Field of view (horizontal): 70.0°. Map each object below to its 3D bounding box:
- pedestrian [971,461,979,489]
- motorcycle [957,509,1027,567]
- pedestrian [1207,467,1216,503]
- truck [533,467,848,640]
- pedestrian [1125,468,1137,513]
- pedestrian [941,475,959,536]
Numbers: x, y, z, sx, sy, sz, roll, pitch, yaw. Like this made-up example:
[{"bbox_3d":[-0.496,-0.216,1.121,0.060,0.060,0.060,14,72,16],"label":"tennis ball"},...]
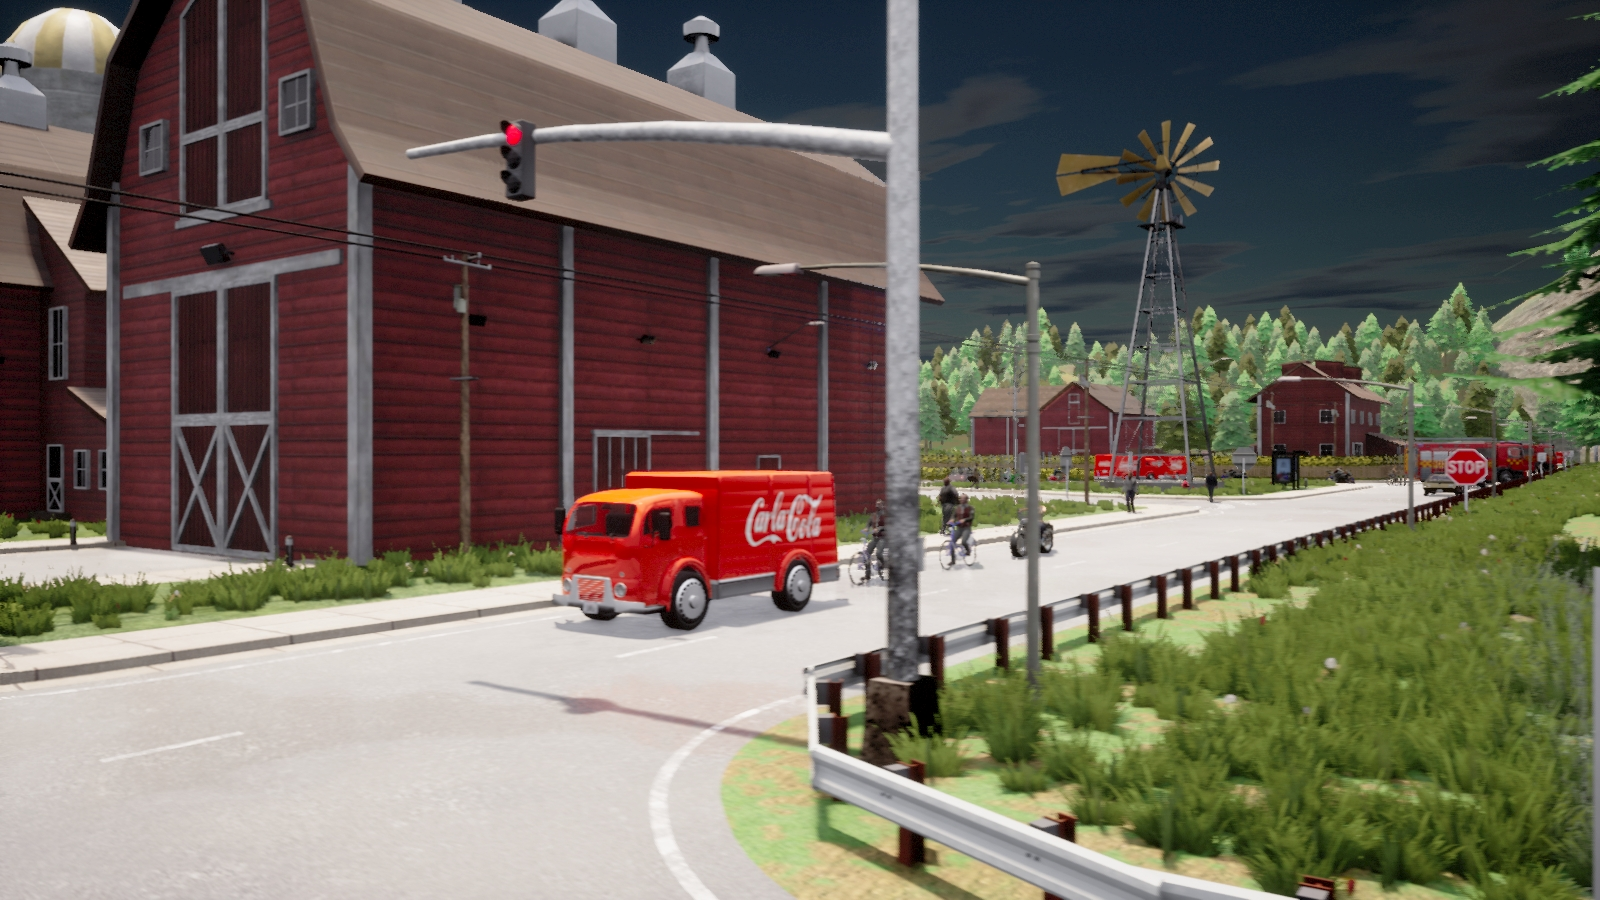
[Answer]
[{"bbox_3d":[11.959,1.695,78.133,0.375,1.860,0.375,0,0,44],"label":"pedestrian"},{"bbox_3d":[4.849,2.169,28.676,0.764,1.277,2.356,0,0,36],"label":"motorcycle"},{"bbox_3d":[21.817,1.848,60.519,0.375,1.860,0.375,0,0,31],"label":"pedestrian"},{"bbox_3d":[-1.708,1.567,19.681,2.627,2.467,5.204,0,0,36],"label":"truck"},{"bbox_3d":[13.820,1.696,47.757,0.375,1.860,0.375,0,0,36],"label":"pedestrian"},{"bbox_3d":[4.618,1.695,35.159,0.375,1.860,0.375,0,0,-40],"label":"pedestrian"}]
